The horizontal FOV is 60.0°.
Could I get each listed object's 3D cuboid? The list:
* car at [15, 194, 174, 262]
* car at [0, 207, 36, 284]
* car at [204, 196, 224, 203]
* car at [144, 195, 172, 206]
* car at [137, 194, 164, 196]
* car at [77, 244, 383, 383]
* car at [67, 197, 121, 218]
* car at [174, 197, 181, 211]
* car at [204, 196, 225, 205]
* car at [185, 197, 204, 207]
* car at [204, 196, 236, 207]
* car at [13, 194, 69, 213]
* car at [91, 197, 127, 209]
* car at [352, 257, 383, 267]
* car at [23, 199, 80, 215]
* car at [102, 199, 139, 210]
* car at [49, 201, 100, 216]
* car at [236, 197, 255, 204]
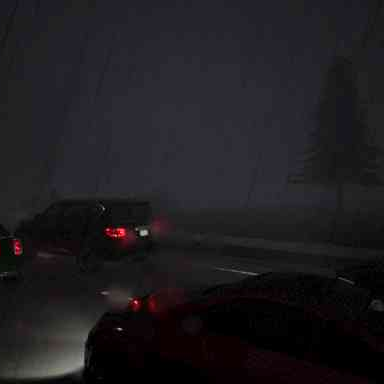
[{"bbox_3d":[-3.505,1.221,10.755,5.566,2.045,2.150,0,0,36],"label":"car"},{"bbox_3d":[-6.249,1.352,8.414,4.553,1.767,2.097,0,0,36],"label":"car"},{"bbox_3d":[4.502,1.601,68.037,1.895,1.301,4.718,0,0,36],"label":"car"},{"bbox_3d":[-5.492,1.352,54.517,2.097,1.767,4.553,0,0,36],"label":"car"},{"bbox_3d":[-6.118,1.221,41.811,2.150,2.045,5.566,0,0,36],"label":"car"},{"bbox_3d":[0.802,1.564,3.417,4.181,1.385,1.994,0,0,35],"label":"car"},{"bbox_3d":[-9.235,1.352,31.604,2.097,1.767,4.553,0,0,36],"label":"car"},{"bbox_3d":[-3.651,1.547,39.254,2.033,1.411,5.357,0,0,36],"label":"car"},{"bbox_3d":[4.220,1.525,61.803,1.812,1.442,4.674,0,0,37],"label":"car"},{"bbox_3d":[0.977,1.547,51.511,2.033,1.411,5.357,0,0,36],"label":"car"},{"bbox_3d":[4.300,1.600,50.120,1.895,1.301,4.718,0,0,36],"label":"car"},{"bbox_3d":[-17.317,1.222,38.349,2.150,2.045,5.566,0,0,36],"label":"car"},{"bbox_3d":[-11.465,1.505,46.353,1.837,1.490,4.892,0,0,36],"label":"car"},{"bbox_3d":[4.776,1.478,4.881,5.008,1.535,1.882,0,0,35],"label":"car"},{"bbox_3d":[-14.933,1.547,35.679,2.033,1.411,5.357,0,0,36],"label":"car"},{"bbox_3d":[-9.284,1.601,43.408,1.895,1.301,4.718,0,0,36],"label":"car"},{"bbox_3d":[-11.879,1.601,33.925,1.895,1.301,4.718,0,0,36],"label":"car"},{"bbox_3d":[10.182,1.653,63.945,1.895,1.301,4.718,0,0,36],"label":"car"}]
